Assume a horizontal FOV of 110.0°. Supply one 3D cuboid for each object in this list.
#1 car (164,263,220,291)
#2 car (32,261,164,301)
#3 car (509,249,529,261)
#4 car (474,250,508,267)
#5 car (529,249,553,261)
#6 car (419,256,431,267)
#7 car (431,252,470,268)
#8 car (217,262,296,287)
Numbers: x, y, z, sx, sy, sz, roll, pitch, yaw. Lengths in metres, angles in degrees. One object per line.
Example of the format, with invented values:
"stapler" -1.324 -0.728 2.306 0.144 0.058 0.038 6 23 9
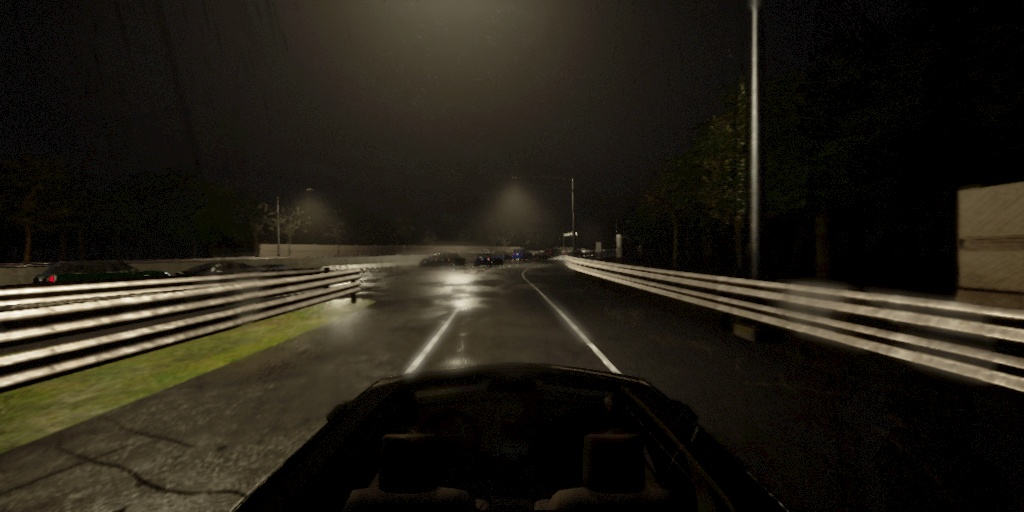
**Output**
"car" -15.024 1.071 19.374 1.837 1.490 4.892 0 1 21
"car" -19.532 1.020 17.427 2.097 1.767 4.553 0 1 21
"car" 1.852 -0.196 62.973 2.150 2.045 5.566 0 1 21
"car" -2.578 0.364 41.825 2.097 1.767 4.553 0 1 21
"car" 5.101 0.039 61.671 1.882 1.535 5.008 0 1 21
"car" -9.395 0.635 43.605 1.994 1.385 4.181 0 1 21
"car" -6.763 0.439 40.714 2.097 1.767 4.553 0 1 21
"car" -11.761 1.115 18.109 1.994 1.385 4.181 0 1 21
